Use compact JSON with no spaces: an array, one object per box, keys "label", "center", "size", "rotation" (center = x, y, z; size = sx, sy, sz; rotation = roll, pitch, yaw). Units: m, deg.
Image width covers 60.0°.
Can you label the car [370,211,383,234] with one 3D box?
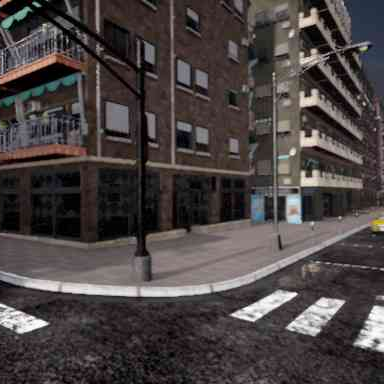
[{"label":"car","center":[13.160,2.002,22.437],"size":[1.752,1.417,4.829],"rotation":[-2,-2,35]}]

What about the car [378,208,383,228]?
[{"label":"car","center":[16.407,2.091,27.060],"size":[1.752,1.417,4.829],"rotation":[-2,-2,35]}]
